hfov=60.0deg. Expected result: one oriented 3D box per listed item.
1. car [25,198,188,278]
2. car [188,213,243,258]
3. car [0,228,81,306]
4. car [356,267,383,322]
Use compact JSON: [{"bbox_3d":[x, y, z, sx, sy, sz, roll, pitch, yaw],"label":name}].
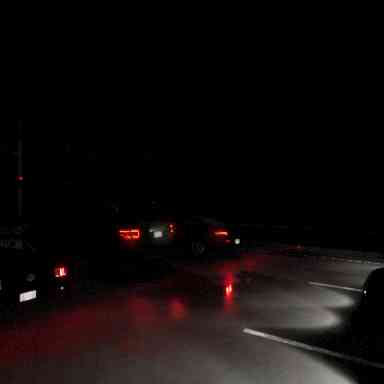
[{"bbox_3d":[-3.075,1.221,10.444,5.566,2.045,2.150,0,0,36],"label":"car"},{"bbox_3d":[-0.310,1.526,12.761,4.674,1.442,1.812,0,0,36],"label":"car"},{"bbox_3d":[-4.773,1.601,7.353,4.718,1.301,1.895,0,0,36],"label":"car"},{"bbox_3d":[5.289,1.547,4.519,5.357,1.411,2.033,0,0,36],"label":"car"}]
